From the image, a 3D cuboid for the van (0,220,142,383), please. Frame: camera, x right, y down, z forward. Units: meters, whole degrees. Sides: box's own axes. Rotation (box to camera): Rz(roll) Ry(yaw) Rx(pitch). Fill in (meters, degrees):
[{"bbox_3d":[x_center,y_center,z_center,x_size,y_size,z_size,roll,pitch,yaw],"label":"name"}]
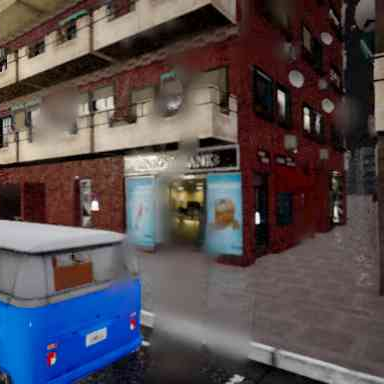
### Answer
[{"bbox_3d":[-2.546,1.342,4.711,3.998,1.788,1.690,0,-1,36],"label":"van"}]
